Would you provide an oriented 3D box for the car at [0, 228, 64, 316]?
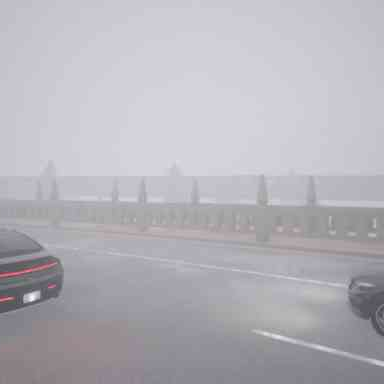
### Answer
[{"bbox_3d":[-4.696,1.468,6.729,4.892,1.490,1.837,0,0,31],"label":"car"}]

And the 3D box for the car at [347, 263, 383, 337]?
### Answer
[{"bbox_3d":[4.768,1.500,4.708,4.674,1.442,1.812,0,0,36],"label":"car"}]
